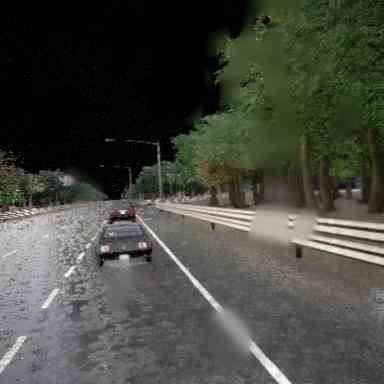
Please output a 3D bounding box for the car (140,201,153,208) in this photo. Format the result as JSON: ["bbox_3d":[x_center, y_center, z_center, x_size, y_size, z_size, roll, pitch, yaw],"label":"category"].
[{"bbox_3d":[-10.340,2.722,75.480,2.128,1.511,4.902,-4,0,9],"label":"car"}]

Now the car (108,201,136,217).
[{"bbox_3d":[-6.074,1.814,29.082,2.150,2.045,5.566,-4,0,-12],"label":"car"}]

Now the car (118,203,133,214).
[{"bbox_3d":[-10.704,2.630,53.850,1.994,1.385,4.181,-4,0,-6],"label":"car"}]

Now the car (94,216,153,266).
[{"bbox_3d":[-2.662,1.862,12.946,1.895,1.301,4.718,-4,0,-12],"label":"car"}]

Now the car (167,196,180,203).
[{"bbox_3d":[-5.154,2.217,94.698,2.150,2.045,5.566,-4,0,23],"label":"car"}]
